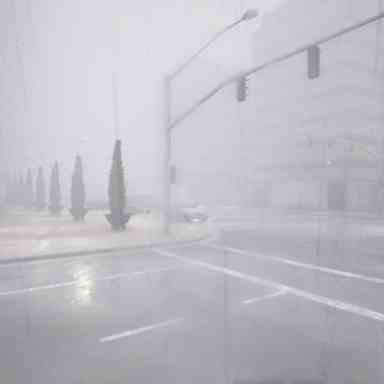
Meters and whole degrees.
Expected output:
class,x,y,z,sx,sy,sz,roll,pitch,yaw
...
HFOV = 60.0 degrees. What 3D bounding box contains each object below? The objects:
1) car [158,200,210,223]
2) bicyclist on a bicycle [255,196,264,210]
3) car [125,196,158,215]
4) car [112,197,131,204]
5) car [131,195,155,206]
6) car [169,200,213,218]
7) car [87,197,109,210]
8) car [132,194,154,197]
class,x,y,z,sx,sy,sz,roll,pitch,yaw
car,-0.566,1.549,26.265,1.812,1.442,4.674,0,0,-35
bicyclist on a bicycle,8.277,1.350,40.646,1.656,1.620,0.582,0,0,-35
car,-5.864,1.514,33.854,2.128,1.511,4.902,0,0,-35
car,-13.475,1.640,63.413,1.895,1.301,4.718,0,0,-35
car,-8.336,1.392,56.085,2.097,1.767,4.553,0,0,-35
car,-0.174,1.555,31.810,1.812,1.442,4.674,0,0,-35
car,-11.664,1.623,42.170,1.895,1.301,4.718,0,0,-35
car,-5.544,1.250,39.506,2.150,2.045,5.566,0,0,-35
